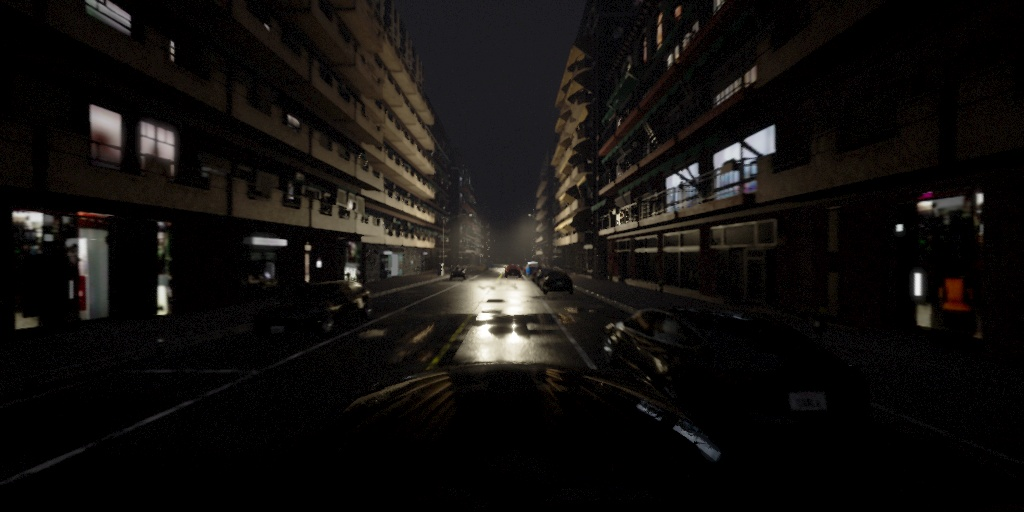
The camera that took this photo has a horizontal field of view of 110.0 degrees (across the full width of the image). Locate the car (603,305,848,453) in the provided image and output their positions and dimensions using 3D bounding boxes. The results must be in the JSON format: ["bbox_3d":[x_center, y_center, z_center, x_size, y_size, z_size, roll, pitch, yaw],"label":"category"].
[{"bbox_3d":[2.663,1.364,5.279,1.948,1.339,4.313,0,0,0],"label":"car"}]

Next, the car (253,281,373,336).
[{"bbox_3d":[-5.690,1.439,10.886,1.948,1.339,4.313,0,0,0],"label":"car"}]

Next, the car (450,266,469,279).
[{"bbox_3d":[-5.689,1.798,39.208,2.007,1.370,4.403,0,0,0],"label":"car"}]

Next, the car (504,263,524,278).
[{"bbox_3d":[0.097,1.810,42.122,1.812,1.442,4.674,0,-1,0],"label":"car"}]

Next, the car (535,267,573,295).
[{"bbox_3d":[2.693,1.590,22.271,1.948,1.339,4.313,0,0,0],"label":"car"}]

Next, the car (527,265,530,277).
[{"bbox_3d":[2.692,1.756,33.600,1.802,1.307,4.207,0,0,0],"label":"car"}]

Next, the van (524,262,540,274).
[{"bbox_3d":[2.692,1.660,44.928,1.690,1.789,3.998,0,0,0],"label":"van"}]

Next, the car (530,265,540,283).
[{"bbox_3d":[2.691,1.650,27.936,2.007,1.370,4.403,0,0,0],"label":"car"}]
